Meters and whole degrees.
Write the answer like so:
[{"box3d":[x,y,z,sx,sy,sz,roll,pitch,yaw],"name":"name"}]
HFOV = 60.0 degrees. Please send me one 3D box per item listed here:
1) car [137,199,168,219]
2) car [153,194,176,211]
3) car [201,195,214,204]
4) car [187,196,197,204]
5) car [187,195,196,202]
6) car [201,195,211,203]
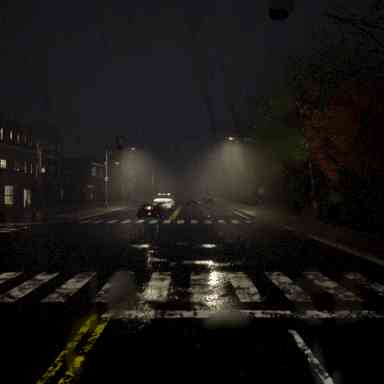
[{"box3d":[-3.411,1.555,28.407,1.994,1.385,4.181,0,0,0],"name":"car"},{"box3d":[-3.435,1.210,40.591,2.150,2.045,5.566,0,0,0],"name":"car"},{"box3d":[3.205,1.577,63.231,1.895,1.301,4.718,0,0,0],"name":"car"},{"box3d":[-0.045,1.577,61.773,1.895,1.301,4.718,0,0,0],"name":"car"},{"box3d":[-0.160,1.510,74.673,2.033,1.411,5.357,0,0,0],"name":"car"},{"box3d":[3.080,1.494,73.237,2.128,1.511,4.902,0,0,0],"name":"car"}]
